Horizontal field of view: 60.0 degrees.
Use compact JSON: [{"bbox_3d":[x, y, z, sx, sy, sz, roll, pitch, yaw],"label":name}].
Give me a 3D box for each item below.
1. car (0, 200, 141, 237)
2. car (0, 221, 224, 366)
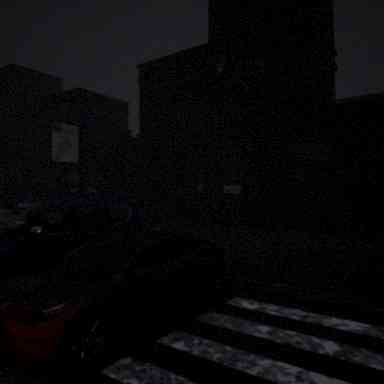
[{"bbox_3d":[-3.452,1.229,7.782,2.435,2.045,5.566,0,0,35],"label":"car"},{"bbox_3d":[-1.189,1.510,6.167,2.163,1.488,4.792,0,0,35],"label":"car"}]
